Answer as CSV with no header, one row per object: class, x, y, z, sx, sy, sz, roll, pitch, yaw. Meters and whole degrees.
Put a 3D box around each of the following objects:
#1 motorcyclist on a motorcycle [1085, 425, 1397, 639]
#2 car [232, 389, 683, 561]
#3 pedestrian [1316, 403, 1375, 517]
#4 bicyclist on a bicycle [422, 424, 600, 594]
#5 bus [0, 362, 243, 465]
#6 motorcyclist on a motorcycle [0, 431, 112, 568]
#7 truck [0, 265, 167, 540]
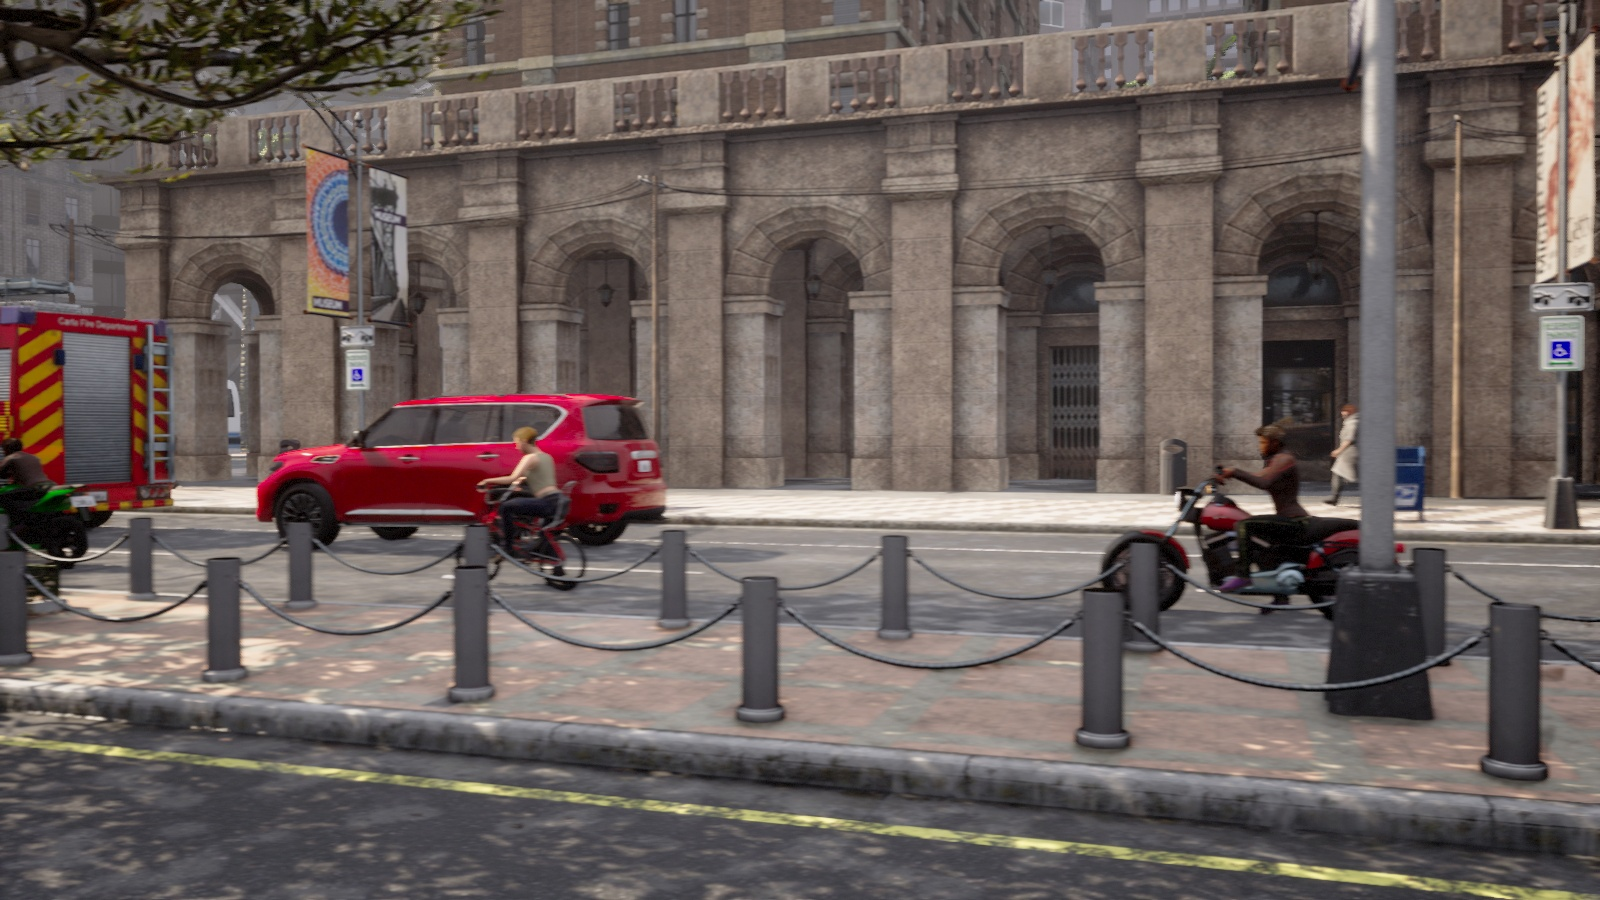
motorcyclist on a motorcycle,3.608,0.624,10.418,2.350,1.649,0.766,0,1,19
car,-4.571,0.258,16.861,5.566,2.045,2.150,1,1,18
pedestrian,9.534,0.167,21.979,0.873,1.952,0.659,1,1,19
bicyclist on a bicycle,-2.888,0.550,12.609,1.509,1.612,0.866,1,1,18
bus,-30.858,-1.584,57.339,3.944,4.253,10.273,1,1,19
motorcyclist on a motorcycle,-9.202,0.538,14.728,2.044,1.523,0.797,1,1,19
truck,-14.706,-0.718,20.255,8.468,3.827,2.891,1,1,19
